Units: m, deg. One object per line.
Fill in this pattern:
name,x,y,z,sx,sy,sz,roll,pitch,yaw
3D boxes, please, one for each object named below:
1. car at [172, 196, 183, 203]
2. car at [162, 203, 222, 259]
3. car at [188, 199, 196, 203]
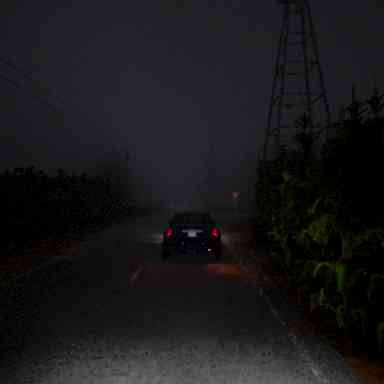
car,-3.208,2.007,73.756,2.150,2.045,5.566,0,-1,0
car,0.016,1.495,13.438,2.097,1.767,4.553,0,-1,0
car,-0.008,2.380,80.922,1.812,1.442,4.674,0,-1,0
